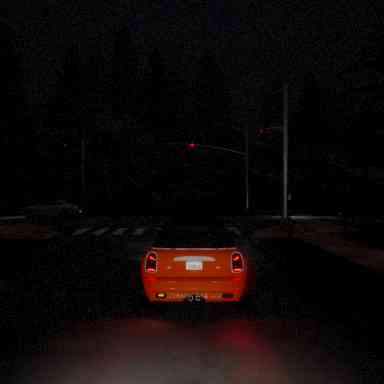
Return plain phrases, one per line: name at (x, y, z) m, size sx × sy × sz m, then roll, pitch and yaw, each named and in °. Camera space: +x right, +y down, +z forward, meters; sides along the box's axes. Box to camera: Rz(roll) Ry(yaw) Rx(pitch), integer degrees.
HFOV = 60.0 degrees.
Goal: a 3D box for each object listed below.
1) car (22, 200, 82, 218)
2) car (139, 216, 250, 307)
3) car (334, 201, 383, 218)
car at (-11.462, 1.363, 27.302) m, size 4.674 × 1.442 × 1.812 m, roll 0°, pitch 0°, yaw 0°
car at (0.049, 1.352, 8.149) m, size 2.097 × 1.767 × 4.553 m, roll 0°, pitch 0°, yaw 0°
car at (14.336, 1.439, 27.394) m, size 4.718 × 1.301 × 1.895 m, roll 0°, pitch 0°, yaw 0°
